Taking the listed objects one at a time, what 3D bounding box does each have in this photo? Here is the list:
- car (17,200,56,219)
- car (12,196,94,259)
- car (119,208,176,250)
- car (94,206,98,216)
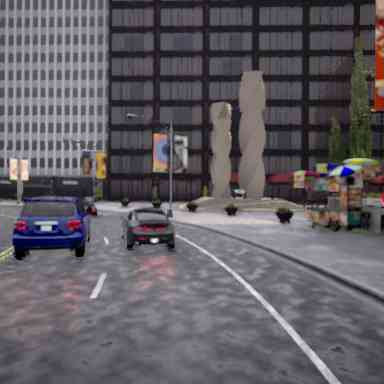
[{"bbox_3d":[-13.193,1.403,28.052,1.994,1.385,4.181,0,0,-39],"label":"car"},{"bbox_3d":[-5.076,1.158,12.643,2.150,2.045,5.566,1,0,-15],"label":"car"},{"bbox_3d":[-1.986,1.465,14.298,1.837,1.490,4.892,1,0,-16],"label":"car"},{"bbox_3d":[-10.028,1.427,29.653,1.994,1.385,4.181,0,0,-38],"label":"car"}]
